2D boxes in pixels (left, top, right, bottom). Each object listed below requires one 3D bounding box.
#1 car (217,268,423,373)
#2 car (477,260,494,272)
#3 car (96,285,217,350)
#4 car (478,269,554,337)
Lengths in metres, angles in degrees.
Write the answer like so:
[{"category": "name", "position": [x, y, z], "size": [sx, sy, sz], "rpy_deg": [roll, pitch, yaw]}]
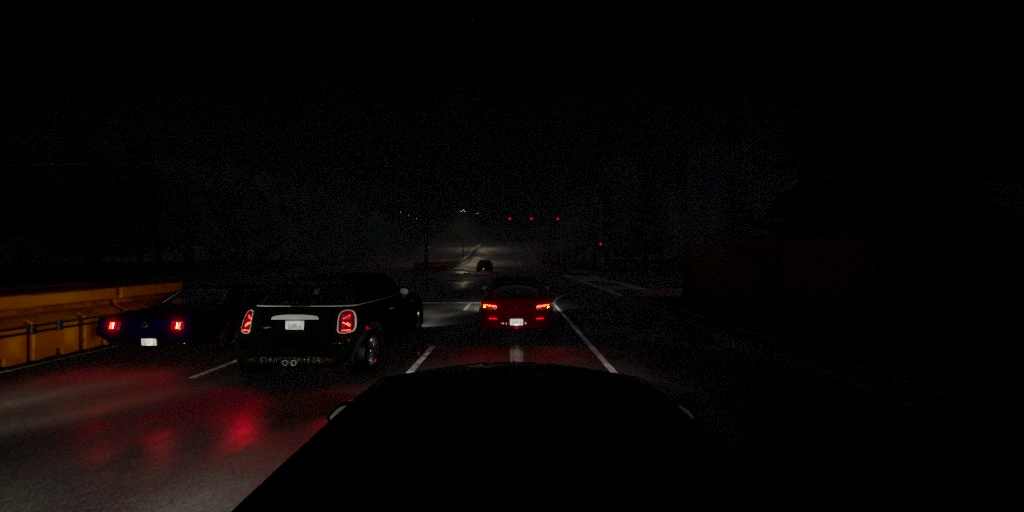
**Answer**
[{"category": "car", "position": [-3.400, 1.102, 7.730], "size": [2.097, 1.767, 4.553], "rpy_deg": [0, 0, 0]}, {"category": "car", "position": [-3.410, 1.255, 45.423], "size": [1.837, 1.490, 4.892], "rpy_deg": [0, 0, 0]}, {"category": "car", "position": [-6.902, 1.351, 9.044], "size": [1.895, 1.301, 4.718], "rpy_deg": [0, 0, 0]}, {"category": "car", "position": [0.097, 1.276, 10.120], "size": [1.812, 1.442, 4.674], "rpy_deg": [0, 0, 0]}]
